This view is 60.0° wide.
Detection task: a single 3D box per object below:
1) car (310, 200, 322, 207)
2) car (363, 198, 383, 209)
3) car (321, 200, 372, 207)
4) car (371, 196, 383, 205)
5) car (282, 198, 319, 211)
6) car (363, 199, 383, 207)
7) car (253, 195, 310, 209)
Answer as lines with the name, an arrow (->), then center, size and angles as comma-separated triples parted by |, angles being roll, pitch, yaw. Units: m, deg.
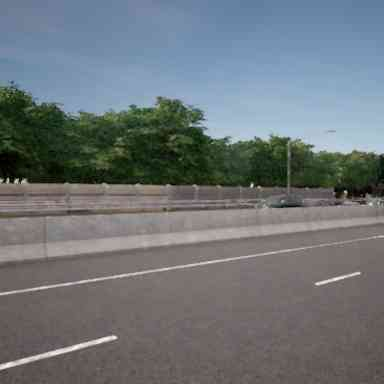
car -> 14.786, 1.689, 40.258 | 4.181, 1.385, 1.994 | 0, 0, -35
car -> 27.713, 1.676, 49.422 | 4.902, 1.511, 2.128 | 0, 0, -35
car -> 14.780, 1.709, 31.675 | 4.718, 1.301, 1.895 | 0, 0, -35
car -> 26.580, 1.393, 44.284 | 5.566, 2.045, 2.150 | 1, 0, -35
car -> 14.517, 1.625, 44.348 | 4.902, 1.511, 2.128 | 0, 0, -35
car -> 30.878, 1.816, 55.890 | 4.718, 1.301, 1.895 | 0, 0, -35
car -> 8.223, 1.309, 31.297 | 5.566, 2.045, 2.150 | 0, 0, -36
